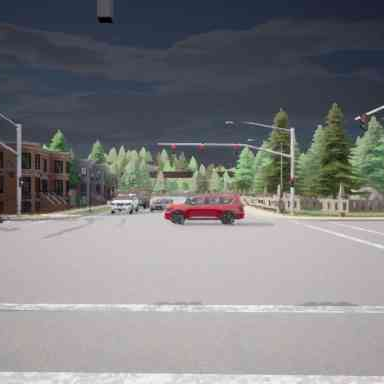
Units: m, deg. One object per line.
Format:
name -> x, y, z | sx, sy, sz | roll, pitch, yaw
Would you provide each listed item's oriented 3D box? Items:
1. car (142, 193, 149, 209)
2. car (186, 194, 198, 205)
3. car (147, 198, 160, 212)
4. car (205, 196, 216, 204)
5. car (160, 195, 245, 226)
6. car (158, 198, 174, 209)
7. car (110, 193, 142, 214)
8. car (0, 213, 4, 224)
car -> -7.110, 1.221, 45.754 | 2.150, 2.045, 5.566 | 0, 0, 0
car -> -0.054, 1.352, 60.247 | 2.097, 1.767, 4.553 | 0, 0, 0
car -> -3.595, 1.564, 38.332 | 1.994, 1.385, 4.181 | 0, 0, 0
car -> 3.542, 1.564, 65.227 | 1.994, 1.385, 4.181 | 0, 0, 0
car -> 0.888, 1.223, 23.125 | 5.566, 2.045, 2.150 | 0, 0, 2
car -> -3.599, 1.564, 46.706 | 1.994, 1.385, 4.181 | 0, 0, 1
car -> -7.103, 1.221, 35.636 | 2.150, 2.045, 5.566 | 0, 0, 0
car -> -14.218, 1.547, 19.812 | 5.357, 1.411, 2.033 | 0, 0, 0
